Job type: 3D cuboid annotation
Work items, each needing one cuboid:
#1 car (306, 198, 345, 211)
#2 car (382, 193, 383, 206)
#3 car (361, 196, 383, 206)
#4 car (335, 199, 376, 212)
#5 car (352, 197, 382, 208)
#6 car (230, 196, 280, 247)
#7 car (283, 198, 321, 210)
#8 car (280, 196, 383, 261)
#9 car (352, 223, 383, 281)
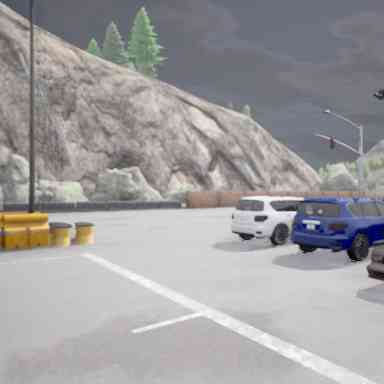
[{"bbox_3d":[16.824,1.547,41.770,5.357,1.411,2.033,0,0,-36],"label":"car"},{"bbox_3d":[32.679,1.218,52.986,5.566,2.045,2.150,0,0,-36],"label":"car"},{"bbox_3d":[30.567,1.502,55.779,4.892,1.490,1.837,0,0,-36],"label":"car"},{"bbox_3d":[19.402,1.546,39.309,5.357,1.411,2.033,0,0,-35],"label":"car"},{"bbox_3d":[24.995,1.524,47.503,4.674,1.442,1.812,0,0,-36],"label":"car"},{"bbox_3d":[4.291,1.226,15.407,5.566,2.045,2.150,0,0,-36],"label":"car"},{"bbox_3d":[14.811,1.547,44.613,5.357,1.411,2.033,0,0,-35],"label":"car"},{"bbox_3d":[6.041,1.226,12.356,5.566,2.045,2.150,0,0,-36],"label":"car"},{"bbox_3d":[6.523,1.552,8.401,5.357,1.411,2.033,0,0,-35],"label":"car"}]
